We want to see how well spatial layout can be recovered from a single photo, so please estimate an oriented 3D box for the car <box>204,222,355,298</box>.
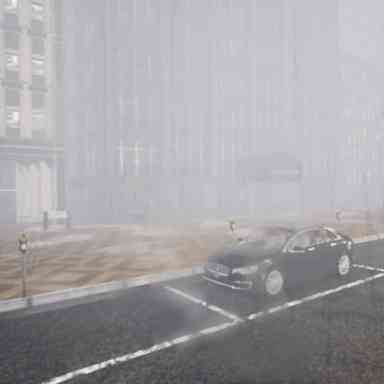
[{"bbox_3d":[2.293,1.472,8.200,4.403,1.369,2.008,-1,0,-36],"label":"car"}]
